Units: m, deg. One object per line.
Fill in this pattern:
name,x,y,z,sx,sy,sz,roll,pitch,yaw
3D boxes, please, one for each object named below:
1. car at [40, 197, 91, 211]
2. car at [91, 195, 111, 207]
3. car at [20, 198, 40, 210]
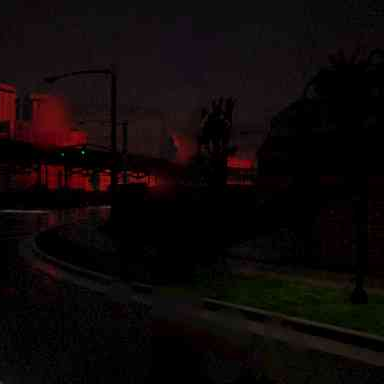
car,-14.908,1.363,39.579,1.837,1.490,4.892,0,1,37
car,-12.958,1.259,47.970,2.128,1.511,4.902,0,1,37
car,-18.475,1.403,40.665,1.812,1.442,4.674,0,1,37
